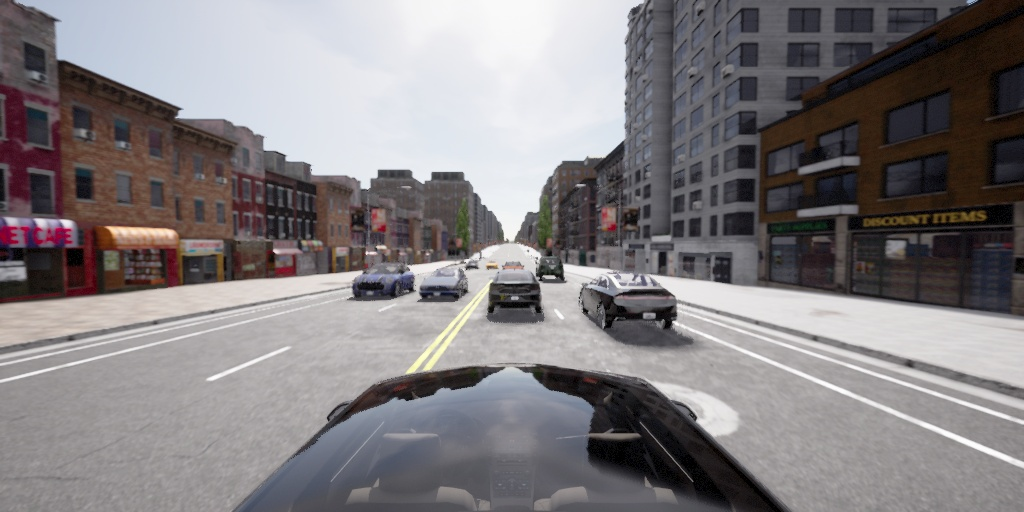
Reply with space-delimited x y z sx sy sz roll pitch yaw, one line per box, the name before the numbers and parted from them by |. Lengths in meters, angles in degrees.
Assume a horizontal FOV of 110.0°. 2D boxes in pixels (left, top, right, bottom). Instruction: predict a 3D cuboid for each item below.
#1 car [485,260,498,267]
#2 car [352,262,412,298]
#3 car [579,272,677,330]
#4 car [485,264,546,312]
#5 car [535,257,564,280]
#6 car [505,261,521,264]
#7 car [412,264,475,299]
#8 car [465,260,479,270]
car | -3.301 1.452 59.123 1.882 1.535 5.008 0 0 0
car | -6.597 1.149 18.916 2.097 1.767 4.553 0 0 0
car | 3.349 1.254 11.177 2.128 1.511 4.902 0 0 0
car | 0.099 1.252 14.305 1.882 1.535 5.008 0 0 0
car | 3.349 1.087 32.418 2.150 2.045 5.566 0 0 0
car | 0.100 1.220 32.872 2.097 1.767 4.553 0 0 0
car | -3.347 1.343 18.670 2.033 1.411 5.357 0 0 0
car | -6.548 1.480 59.531 1.837 1.490 4.892 0 0 0
